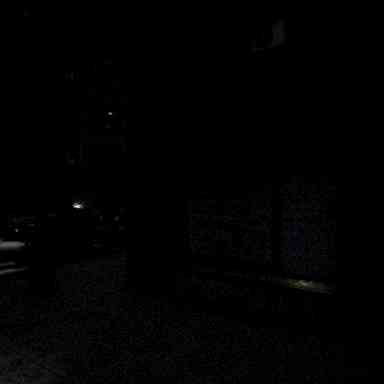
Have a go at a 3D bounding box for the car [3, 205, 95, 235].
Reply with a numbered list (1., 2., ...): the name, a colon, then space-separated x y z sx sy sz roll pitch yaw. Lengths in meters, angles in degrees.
1. car: -8.308 1.552 19.795 1.752 1.417 4.829 0 0 36

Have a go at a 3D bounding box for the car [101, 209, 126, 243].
1. car: -1.690 1.560 15.254 1.947 1.339 4.313 0 0 36

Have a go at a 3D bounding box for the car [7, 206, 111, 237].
1. car: -6.874 1.541 17.525 1.812 1.442 4.674 0 0 36

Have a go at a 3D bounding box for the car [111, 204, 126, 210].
1. car: -5.058 1.582 24.335 2.008 1.369 4.403 0 0 36
